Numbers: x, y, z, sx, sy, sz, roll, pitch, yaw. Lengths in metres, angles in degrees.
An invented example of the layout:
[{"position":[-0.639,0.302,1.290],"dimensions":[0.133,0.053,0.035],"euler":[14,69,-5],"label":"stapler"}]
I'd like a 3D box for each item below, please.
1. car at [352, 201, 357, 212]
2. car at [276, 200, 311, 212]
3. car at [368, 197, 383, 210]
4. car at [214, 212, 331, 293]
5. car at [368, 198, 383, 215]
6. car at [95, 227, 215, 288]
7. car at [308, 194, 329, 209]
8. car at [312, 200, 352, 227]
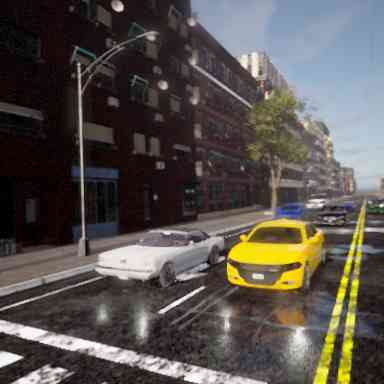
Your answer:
[{"position":[18.698,1.789,39.929],"dimensions":[1.895,1.301,4.718],"euler":[-2,-1,28],"label":"car"},{"position":[7.946,1.692,26.661],"dimensions":[1.882,1.535,5.008],"euler":[-2,-1,28],"label":"car"},{"position":[24.359,1.518,43.712],"dimensions":[2.128,1.511,4.902],"euler":[-2,-1,28],"label":"car"},{"position":[2.606,1.578,9.518],"dimensions":[1.882,1.535,5.008],"euler":[-2,-1,28],"label":"car"},{"position":[19.342,1.365,34.077],"dimensions":[2.097,1.767,4.553],"euler":[-2,-1,28],"label":"car"},{"position":[-0.693,1.804,10.215],"dimensions":[1.895,1.301,4.718],"euler":[-2,-1,28],"label":"car"},{"position":[15.804,1.258,41.449],"dimensions":[2.150,2.045,5.566],"euler":[-2,-1,28],"label":"car"},{"position":[10.053,1.614,23.686],"dimensions":[1.837,1.490,4.892],"euler":[-2,-1,28],"label":"car"}]
